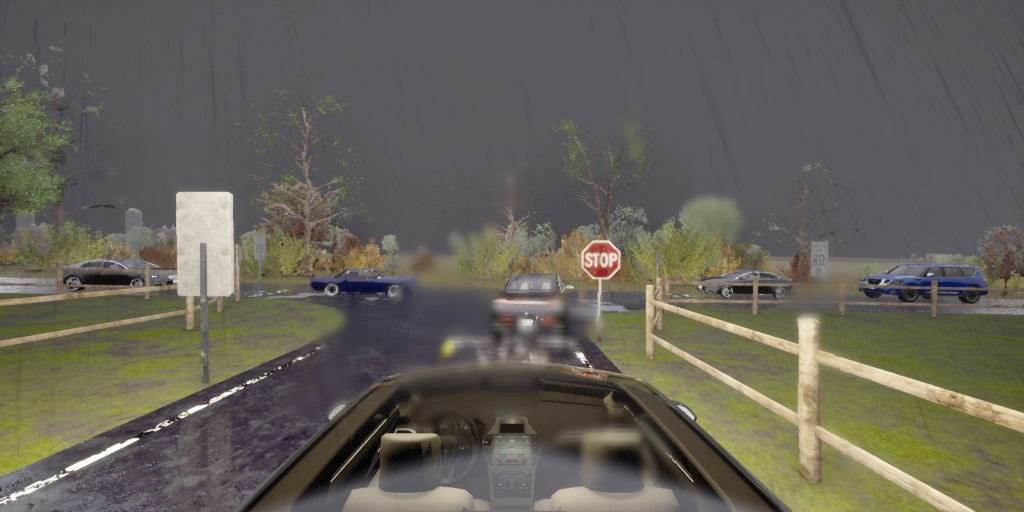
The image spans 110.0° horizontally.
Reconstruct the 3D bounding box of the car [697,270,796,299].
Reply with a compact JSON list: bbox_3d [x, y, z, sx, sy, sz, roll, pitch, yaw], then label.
[{"bbox_3d":[13.003,1.525,20.065,4.902,1.511,2.128,1,1,0],"label":"car"}]

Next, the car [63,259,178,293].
[{"bbox_3d":[-18.490,0.885,17.154,4.902,1.511,2.128,1,1,0],"label":"car"}]

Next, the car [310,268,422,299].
[{"bbox_3d":[-6.822,1.248,17.138,4.718,1.301,1.895,1,1,0],"label":"car"}]

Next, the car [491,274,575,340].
[{"bbox_3d":[0.706,1.240,10.107,2.128,1.511,4.902,0,0,9],"label":"car"}]

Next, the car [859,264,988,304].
[{"bbox_3d":[22.899,1.466,20.054,5.566,2.045,2.150,1,1,0],"label":"car"}]
